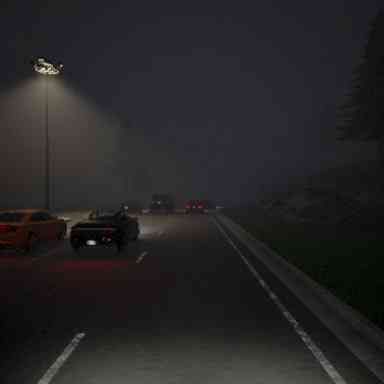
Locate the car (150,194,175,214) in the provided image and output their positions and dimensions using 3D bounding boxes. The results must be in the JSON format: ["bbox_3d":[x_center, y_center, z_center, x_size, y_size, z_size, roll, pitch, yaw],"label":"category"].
[{"bbox_3d":[-3.127,1.219,36.108,2.150,2.045,5.566,0,0,3],"label":"car"}]

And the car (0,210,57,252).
[{"bbox_3d":[-6.901,1.477,13.875,1.882,1.535,5.008,0,0,0],"label":"car"}]

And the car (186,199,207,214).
[{"bbox_3d":[0.332,1.547,35.211,2.033,1.411,5.357,0,0,3],"label":"car"}]

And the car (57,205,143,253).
[{"bbox_3d":[-3.400,1.491,13.680,2.128,1.511,4.902,0,0,0],"label":"car"}]

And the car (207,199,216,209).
[{"bbox_3d":[1.957,1.564,44.563,1.994,1.385,4.181,0,0,14],"label":"car"}]

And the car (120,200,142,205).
[{"bbox_3d":[-6.599,1.564,36.150,1.994,1.385,4.181,0,0,3],"label":"car"}]
